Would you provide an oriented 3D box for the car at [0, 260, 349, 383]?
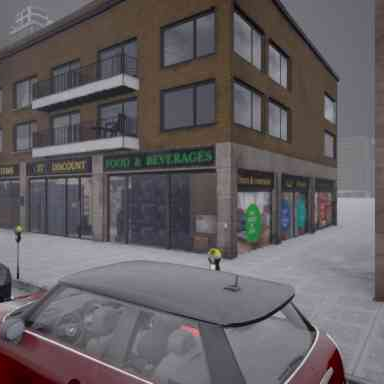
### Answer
[{"bbox_3d":[-0.722,1.440,3.318,4.097,1.590,1.967,0,0,35],"label":"car"}]
